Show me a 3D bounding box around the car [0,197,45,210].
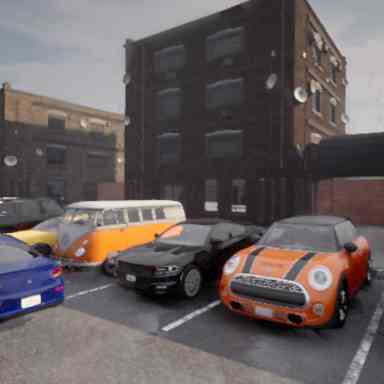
[{"bbox_3d":[-6.523,1.237,13.632,2.435,2.045,5.566,0,0,35],"label":"car"}]

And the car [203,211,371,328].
[{"bbox_3d":[2.462,1.355,7.235,2.185,1.767,4.553,0,0,35],"label":"car"}]

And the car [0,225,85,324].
[{"bbox_3d":[-4.367,1.529,6.488,4.674,1.442,1.812,0,0,35],"label":"car"}]

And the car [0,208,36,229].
[{"bbox_3d":[-4.401,1.483,11.858,1.946,1.575,5.366,0,0,35],"label":"car"}]

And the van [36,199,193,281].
[{"bbox_3d":[-2.115,1.258,10.314,1.878,1.987,4.442,0,0,35],"label":"van"}]
